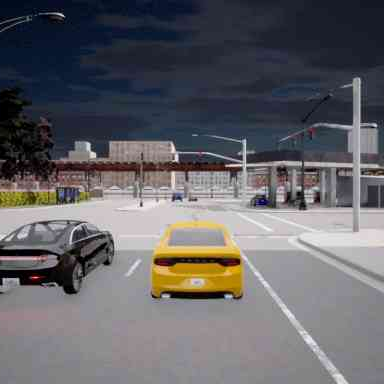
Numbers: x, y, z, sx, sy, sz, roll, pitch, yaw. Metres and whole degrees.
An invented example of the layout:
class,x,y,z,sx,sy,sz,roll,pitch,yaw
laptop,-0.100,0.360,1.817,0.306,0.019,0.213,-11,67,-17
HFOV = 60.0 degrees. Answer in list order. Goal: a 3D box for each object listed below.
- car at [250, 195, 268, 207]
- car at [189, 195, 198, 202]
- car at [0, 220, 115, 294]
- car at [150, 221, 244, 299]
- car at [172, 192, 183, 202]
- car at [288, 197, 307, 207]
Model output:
class,x,y,z,sx,sy,sz,roll,pitch,yaw
car,9.880,1.254,48.740,2.242,1.667,4.611,0,0,1
car,0.254,1.446,73.449,1.994,1.385,4.181,0,0,0
car,-3.387,1.474,8.702,2.128,1.511,4.902,0,0,0
car,0.111,1.468,8.481,1.882,1.535,5.008,0,0,0
car,-3.243,1.122,74.060,2.150,2.045,5.566,0,0,0
car,15.627,1.426,49.483,1.970,1.475,3.806,0,0,1
